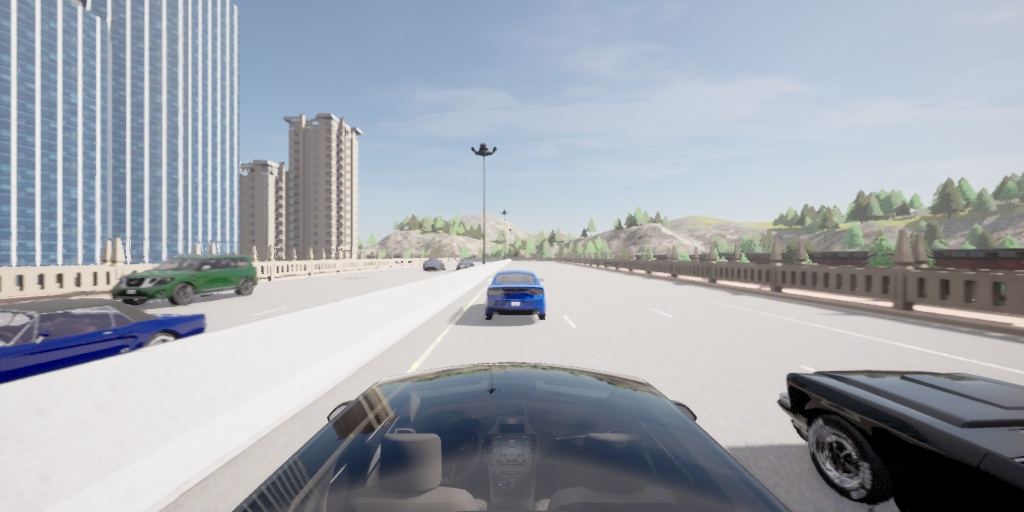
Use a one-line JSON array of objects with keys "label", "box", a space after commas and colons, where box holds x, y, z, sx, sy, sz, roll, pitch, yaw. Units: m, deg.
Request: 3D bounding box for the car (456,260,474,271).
[{"label": "car", "box": [-6.206, 1.244, 48.028, 2.128, 1.511, 4.902, 0, 0, 2]}]

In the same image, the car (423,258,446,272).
[{"label": "car", "box": [-9.780, 1.299, 45.767, 2.033, 1.411, 5.357, 0, 0, 2]}]

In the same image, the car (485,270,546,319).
[{"label": "car", "box": [0.123, 1.228, 12.804, 1.882, 1.535, 5.008, 0, 0, 0]}]

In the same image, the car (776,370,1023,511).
[{"label": "car", "box": [3.601, 1.351, 1.449, 1.895, 1.301, 4.718, 0, 0, 0]}]

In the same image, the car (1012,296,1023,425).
[{"label": "car", "box": [7.101, 1.242, 1.873, 2.128, 1.511, 4.902, 0, 0, 0]}]

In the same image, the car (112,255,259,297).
[{"label": "car", "box": [-14.048, 0.972, 16.023, 2.150, 2.045, 5.566, 0, 0, 1]}]

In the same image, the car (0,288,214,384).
[{"label": "car", "box": [-7.094, 1.351, 4.982, 1.895, 1.301, 4.718, 0, 0, 0]}]
